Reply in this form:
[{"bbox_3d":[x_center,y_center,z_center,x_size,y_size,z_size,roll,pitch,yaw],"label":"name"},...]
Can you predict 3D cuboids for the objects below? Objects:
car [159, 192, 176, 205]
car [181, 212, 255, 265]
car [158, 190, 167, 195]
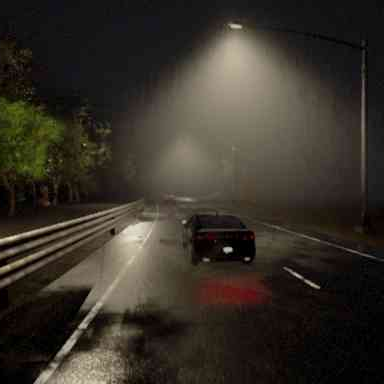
[{"bbox_3d":[-3.446,1.207,50.410,2.128,1.511,4.902,0,0,-6],"label":"car"},{"bbox_3d":[0.723,1.419,11.593,1.882,1.535,5.008,0,0,-6],"label":"car"},{"bbox_3d":[-5.408,0.952,68.667,2.097,1.767,4.553,0,0,-6],"label":"car"}]
